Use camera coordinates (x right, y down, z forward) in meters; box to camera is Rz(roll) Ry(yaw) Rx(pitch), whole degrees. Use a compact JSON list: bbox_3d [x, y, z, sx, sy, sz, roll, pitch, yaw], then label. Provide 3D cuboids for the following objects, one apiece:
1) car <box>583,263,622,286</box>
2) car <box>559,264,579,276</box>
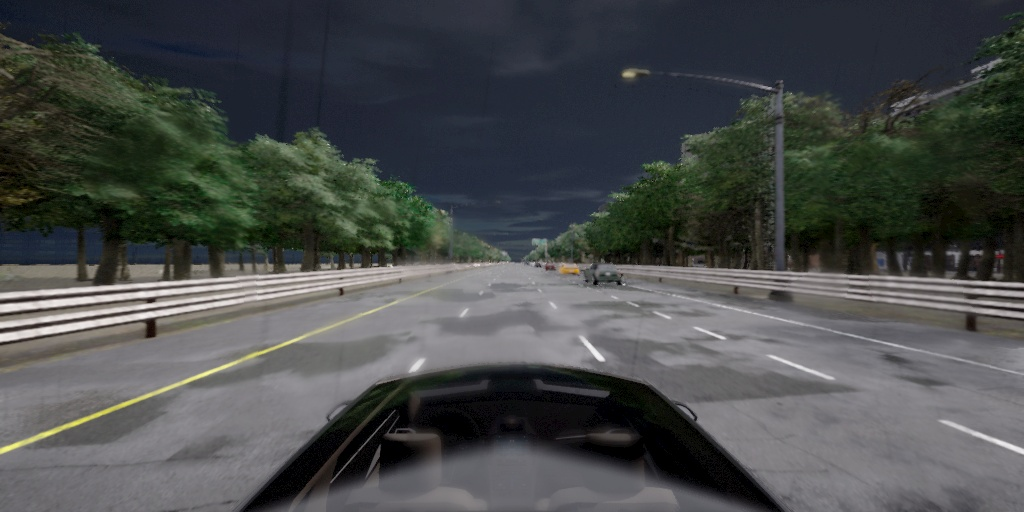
[{"bbox_3d":[7.031,1.337,28.318,2.097,1.767,4.553,0,-1,0],"label":"car"},{"bbox_3d":[7.088,1.703,44.922,1.882,1.535,5.008,0,-1,0],"label":"car"}]
